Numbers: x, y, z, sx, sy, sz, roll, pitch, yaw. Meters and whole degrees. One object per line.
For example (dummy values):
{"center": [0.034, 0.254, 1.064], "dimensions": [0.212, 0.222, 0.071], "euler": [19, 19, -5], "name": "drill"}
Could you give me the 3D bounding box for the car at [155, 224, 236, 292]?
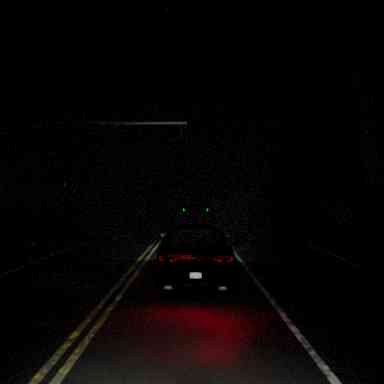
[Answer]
{"center": [0.087, 1.635, 9.458], "dimensions": [1.882, 1.535, 5.008], "euler": [1, -1, 0], "name": "car"}
